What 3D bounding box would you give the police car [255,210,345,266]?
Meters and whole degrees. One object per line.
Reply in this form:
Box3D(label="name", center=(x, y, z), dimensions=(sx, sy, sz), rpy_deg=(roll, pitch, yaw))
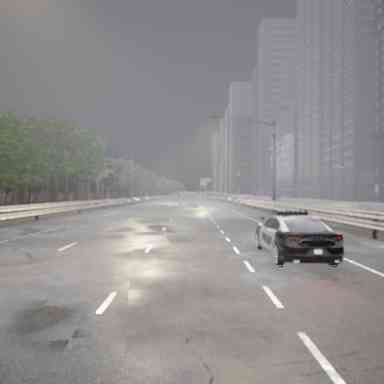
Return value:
Box3D(label="police car", center=(3.512, 1.479, 11.848), dimensions=(1.930, 1.638, 5.238), rpy_deg=(0, 0, 0))
